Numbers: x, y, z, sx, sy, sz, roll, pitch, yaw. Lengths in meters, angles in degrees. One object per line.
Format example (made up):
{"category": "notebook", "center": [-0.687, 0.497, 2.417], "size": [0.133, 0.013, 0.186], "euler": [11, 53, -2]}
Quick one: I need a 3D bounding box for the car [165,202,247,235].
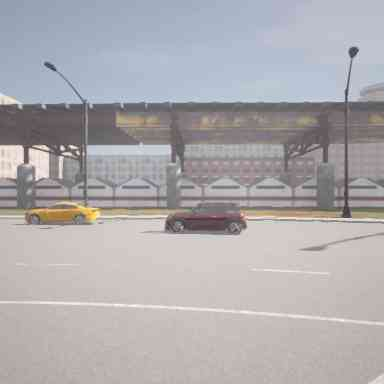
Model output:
{"category": "car", "center": [0.797, 1.350, 18.635], "size": [4.553, 1.767, 2.097], "euler": [0, 0, 9]}

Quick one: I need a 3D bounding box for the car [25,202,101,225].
{"category": "car", "center": [-9.006, 1.477, 23.306], "size": [5.008, 1.535, 1.882], "euler": [0, -1, -1]}
